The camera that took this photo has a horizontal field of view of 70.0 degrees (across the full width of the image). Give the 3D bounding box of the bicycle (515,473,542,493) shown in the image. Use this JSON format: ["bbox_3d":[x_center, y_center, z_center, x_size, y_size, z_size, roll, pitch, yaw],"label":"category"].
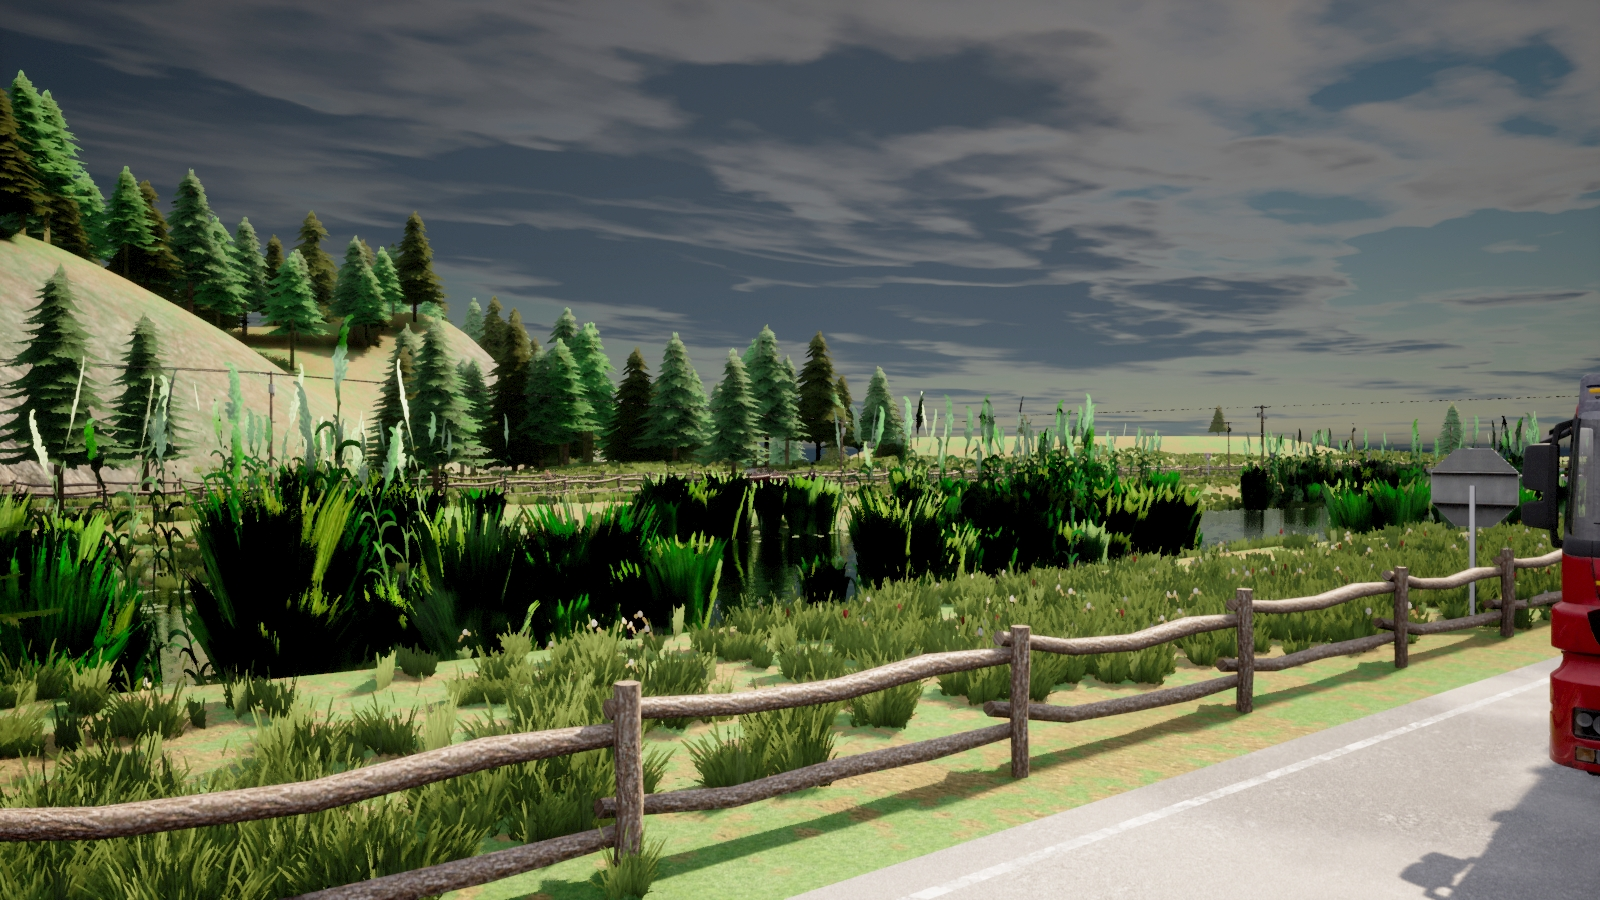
[{"bbox_3d":[-17.647,2.158,74.343,1.487,1.276,0.859,0,0,-44],"label":"bicycle"}]

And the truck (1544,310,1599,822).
[{"bbox_3d":[9.599,0.862,10.977,2.891,3.827,8.468,0,0,41],"label":"truck"}]
